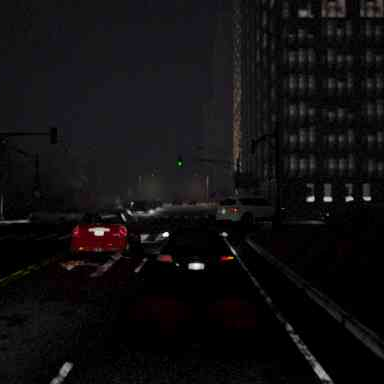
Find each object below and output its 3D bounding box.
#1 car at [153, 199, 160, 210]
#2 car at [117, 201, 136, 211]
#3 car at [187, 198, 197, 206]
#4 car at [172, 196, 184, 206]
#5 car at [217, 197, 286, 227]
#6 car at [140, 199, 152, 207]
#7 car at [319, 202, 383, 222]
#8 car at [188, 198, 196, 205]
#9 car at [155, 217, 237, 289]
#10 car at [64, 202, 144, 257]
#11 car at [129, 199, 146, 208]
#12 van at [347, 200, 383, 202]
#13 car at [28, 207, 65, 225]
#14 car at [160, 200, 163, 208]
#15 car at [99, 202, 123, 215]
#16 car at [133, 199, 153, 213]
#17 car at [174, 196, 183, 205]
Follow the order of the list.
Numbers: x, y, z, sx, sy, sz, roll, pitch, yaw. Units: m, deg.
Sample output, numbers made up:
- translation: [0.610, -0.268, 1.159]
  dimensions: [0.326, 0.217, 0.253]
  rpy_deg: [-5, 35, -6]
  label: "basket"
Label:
- translation: [-6.566, 2.115, 51.840]
  dimensions: [1.895, 1.301, 4.718]
  rpy_deg: [0, -1, 1]
  label: "car"
- translation: [-9.823, 2.092, 49.947]
  dimensions: [1.895, 1.301, 4.718]
  rpy_deg: [0, -1, 0]
  label: "car"
- translation: [-0.002, 2.302, 71.015]
  dimensions: [2.033, 1.411, 5.357]
  rpy_deg: [0, -1, 0]
  label: "car"
- translation: [-3.252, 2.240, 71.016]
  dimensions: [1.882, 1.535, 5.008]
  rpy_deg: [0, -1, 0]
  label: "car"
- translation: [4.328, 1.381, 24.014]
  dimensions: [5.566, 2.045, 2.150]
  rpy_deg: [0, -4, -36]
  label: "car"
- translation: [-9.752, 2.226, 70.252]
  dimensions: [1.882, 1.535, 5.008]
  rpy_deg: [0, -1, 0]
  label: "car"
- translation: [13.455, 1.737, 27.537]
  dimensions: [5.357, 1.411, 2.033]
  rpy_deg: [0, -2, -1]
  label: "car"
- translation: [-0.003, 2.273, 81.437]
  dimensions: [1.882, 1.535, 5.008]
  rpy_deg: [0, -1, 0]
  label: "car"
- translation: [0.099, 1.639, 9.420]
  dimensions: [1.994, 1.385, 4.181]
  rpy_deg: [0, 0, 0]
  label: "car"
- translation: [-3.332, 1.464, 13.620]
  dimensions: [2.097, 1.767, 4.553]
  rpy_deg: [0, 0, -3]
  label: "car"
- translation: [-9.761, 2.108, 59.978]
  dimensions: [2.128, 1.511, 4.902]
  rpy_deg: [0, -1, 0]
  label: "car"
- translation: [15.937, 1.614, 30.177]
  dimensions: [3.998, 1.788, 1.690]
  rpy_deg: [0, -2, -1]
  label: "van"
- translation: [-10.402, 1.831, 25.821]
  dimensions: [4.718, 1.301, 1.895]
  rpy_deg: [0, -1, 25]
  label: "car"
- translation: [-6.502, 2.139, 62.311]
  dimensions: [2.128, 1.511, 4.902]
  rpy_deg: [0, -1, 0]
  label: "car"
- translation: [-9.843, 1.987, 40.781]
  dimensions: [1.895, 1.301, 4.718]
  rpy_deg: [0, -1, 0]
  label: "car"
- translation: [-6.588, 1.911, 42.585]
  dimensions: [1.837, 1.490, 4.892]
  rpy_deg: [0, -1, 0]
  label: "car"
- translation: [-3.253, 2.020, 81.471]
  dimensions: [2.150, 2.045, 5.566]
  rpy_deg: [0, -1, 0]
  label: "car"
